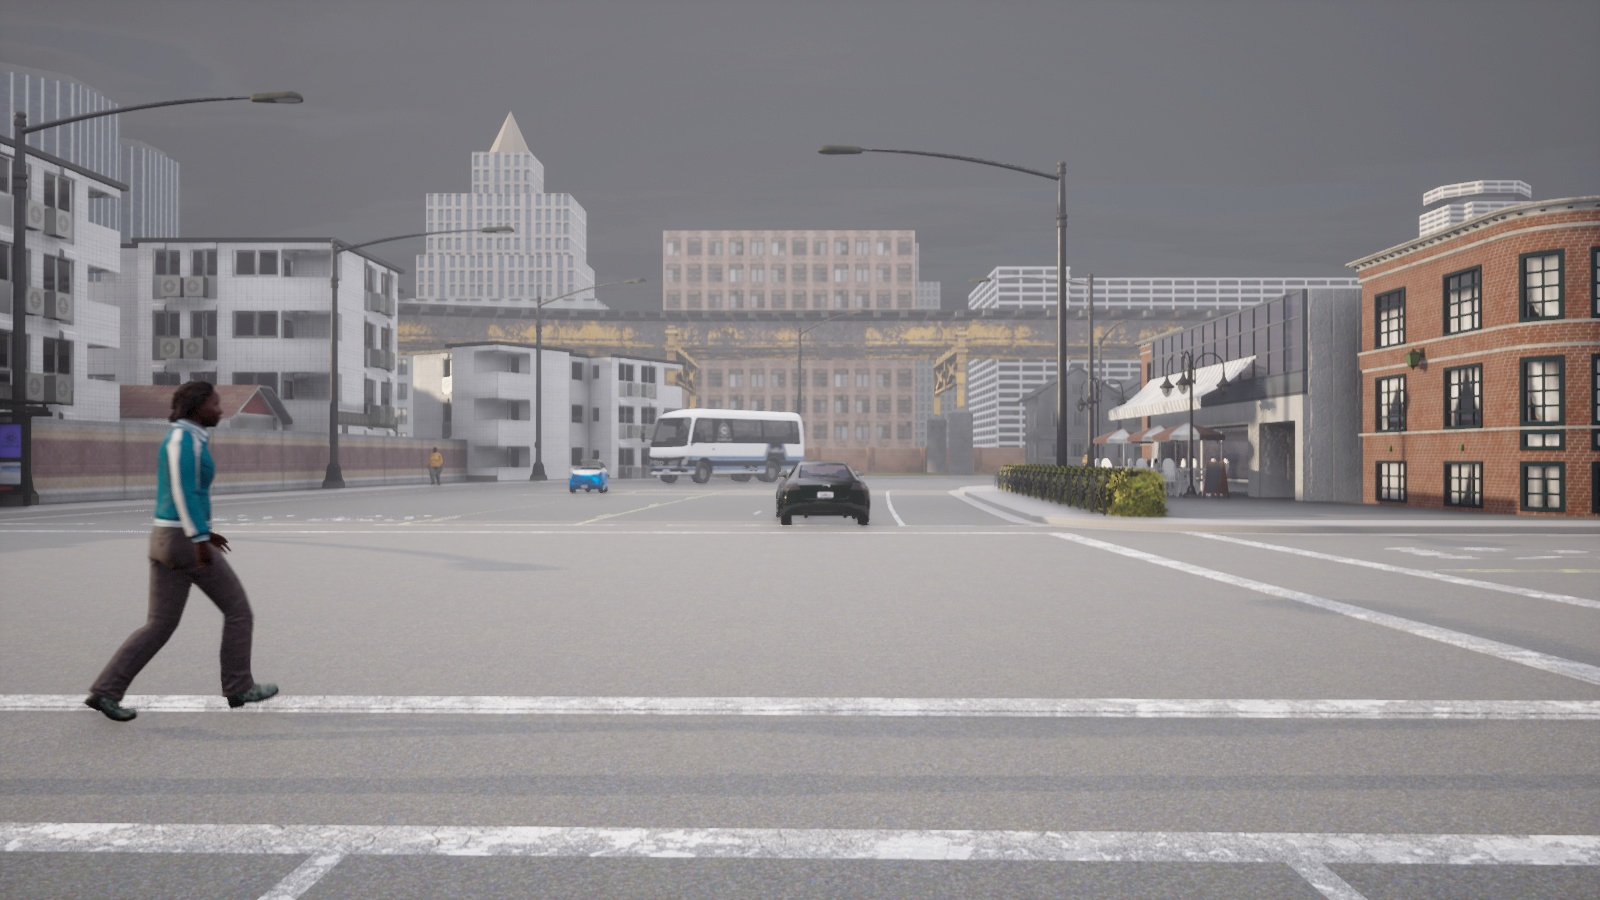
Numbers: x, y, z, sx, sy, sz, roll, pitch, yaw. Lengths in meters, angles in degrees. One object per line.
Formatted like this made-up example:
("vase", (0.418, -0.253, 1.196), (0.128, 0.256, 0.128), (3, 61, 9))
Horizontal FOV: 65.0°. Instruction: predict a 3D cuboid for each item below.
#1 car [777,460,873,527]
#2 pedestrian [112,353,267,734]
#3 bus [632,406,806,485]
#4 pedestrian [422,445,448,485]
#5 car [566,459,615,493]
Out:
("car", (0.492, 0.923, 28.227), (1.994, 1.385, 4.181), (0, 0, -1))
("pedestrian", (-3.264, 0.478, 6.717), (0.692, 1.930, 0.396), (0, -1, -33))
("bus", (-4.541, -0.198, 73.005), (3.944, 4.253, 10.273), (-1, -1, 42))
("pedestrian", (-16.857, 0.698, 58.014), (0.874, 1.855, 0.900), (0, 0, 7))
("car", (-8.610, 1.068, 51.637), (1.481, 1.376, 2.207), (0, -1, 5))
